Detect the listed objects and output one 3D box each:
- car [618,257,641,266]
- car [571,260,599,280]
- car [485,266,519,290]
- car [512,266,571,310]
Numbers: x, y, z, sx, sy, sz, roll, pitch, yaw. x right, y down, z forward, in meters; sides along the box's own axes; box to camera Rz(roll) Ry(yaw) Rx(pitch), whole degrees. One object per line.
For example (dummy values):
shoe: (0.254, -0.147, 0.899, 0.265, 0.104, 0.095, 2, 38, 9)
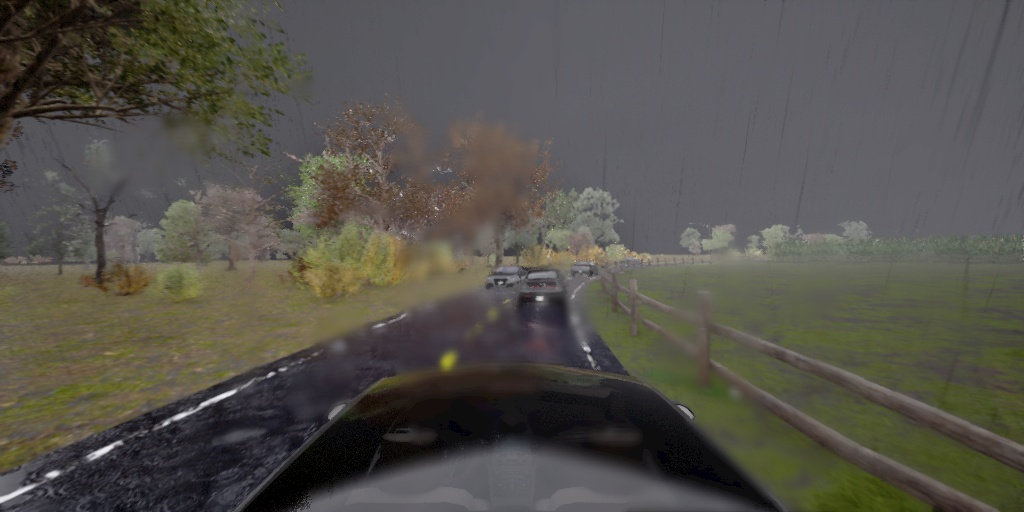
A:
car: (19.355, 0.901, 58.904, 2.033, 1.411, 5.357, 0, 1, 41)
car: (6.942, 1.142, 33.745, 2.128, 1.511, 4.902, 0, 1, 23)
car: (-0.147, 1.276, 21.758, 1.994, 1.385, 4.181, 0, 0, 15)
car: (1.401, 1.253, 14.808, 1.837, 1.490, 4.892, 0, 0, 9)
